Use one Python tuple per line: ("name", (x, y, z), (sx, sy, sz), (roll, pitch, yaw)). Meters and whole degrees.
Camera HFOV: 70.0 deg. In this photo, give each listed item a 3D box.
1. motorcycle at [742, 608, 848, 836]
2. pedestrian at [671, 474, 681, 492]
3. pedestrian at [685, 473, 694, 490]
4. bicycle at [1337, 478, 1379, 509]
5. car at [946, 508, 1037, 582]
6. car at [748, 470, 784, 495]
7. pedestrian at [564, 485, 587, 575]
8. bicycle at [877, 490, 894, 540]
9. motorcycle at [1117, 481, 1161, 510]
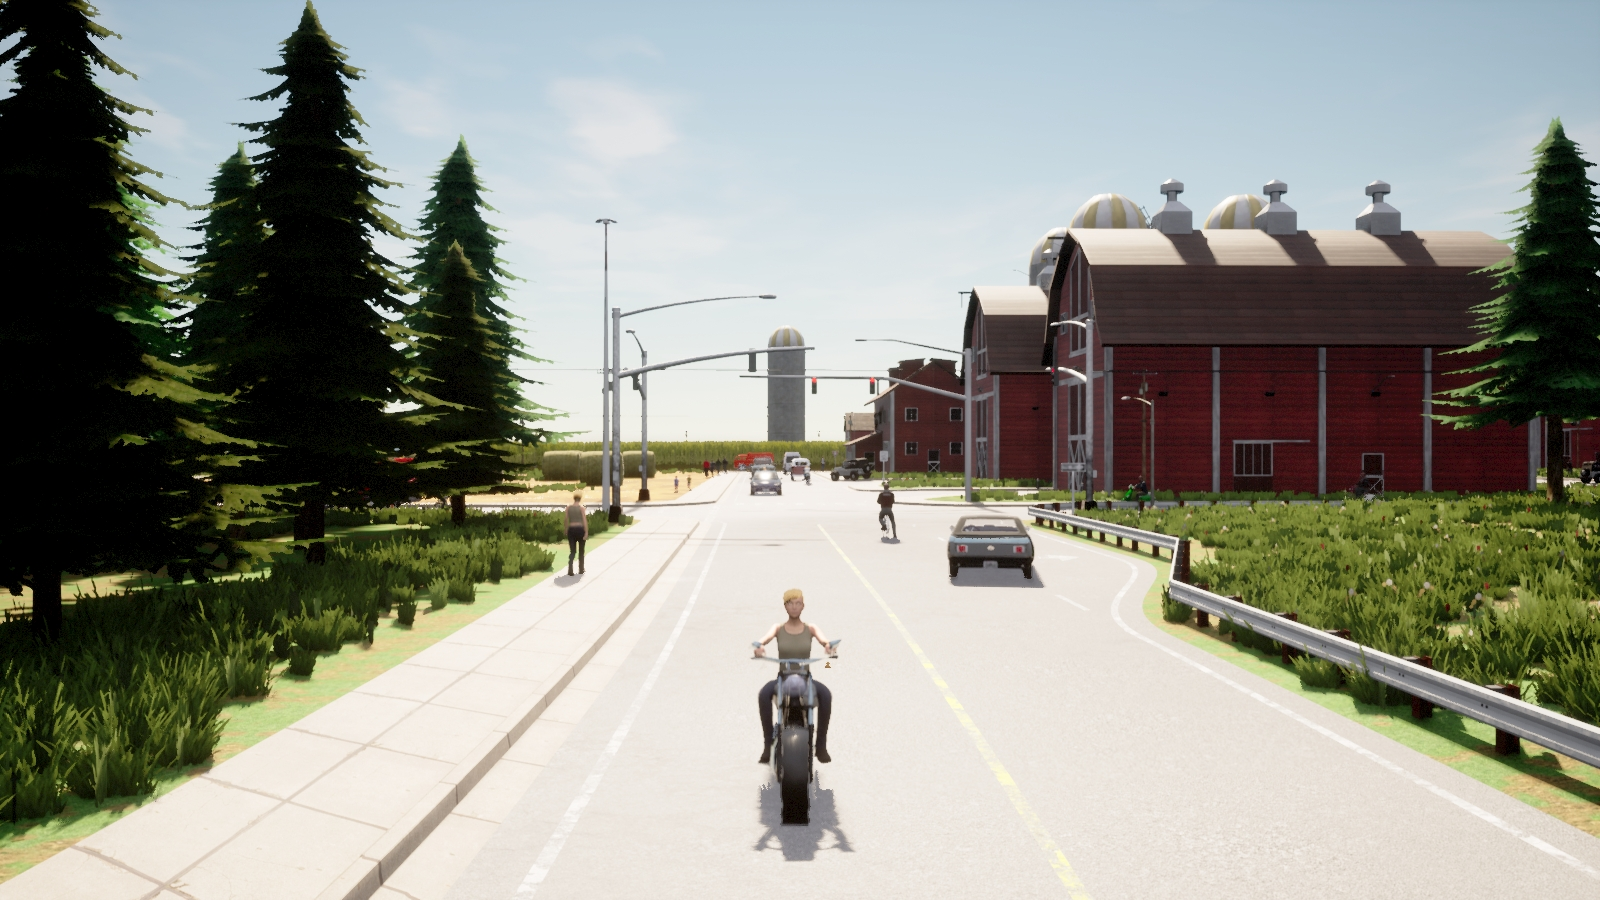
("motorcycle", (-0.046, 2.129, 9.438), (0.764, 1.307, 2.356), (0, 0, -1))
("pedestrian", (-7.682, 2.054, 70.874), (0.500, 1.100, 0.500), (0, 0, 7))
("pedestrian", (-7.173, 2.054, 74.101), (0.500, 1.100, 0.500), (0, 0, 11))
("bicycle", (26.414, 2.064, 54.126), (1.835, 1.471, 0.329), (0, 0, -1))
("car", (4.429, 2.130, 26.614), (1.895, 1.301, 4.718), (0, 0, 9))
("car", (-2.153, 2.036, 72.119), (2.163, 1.488, 4.792), (0, 0, -2))
("pedestrian", (-4.704, 1.671, 23.919), (0.375, 1.860, 0.375), (0, 0, 9))
("bicycle", (2.689, 2.036, 36.060), (0.329, 1.471, 1.835), (0, 0, -2))
("motorcycle", (15.989, 2.145, 53.899), (1.805, 1.316, 0.856), (0, 0, -1))
